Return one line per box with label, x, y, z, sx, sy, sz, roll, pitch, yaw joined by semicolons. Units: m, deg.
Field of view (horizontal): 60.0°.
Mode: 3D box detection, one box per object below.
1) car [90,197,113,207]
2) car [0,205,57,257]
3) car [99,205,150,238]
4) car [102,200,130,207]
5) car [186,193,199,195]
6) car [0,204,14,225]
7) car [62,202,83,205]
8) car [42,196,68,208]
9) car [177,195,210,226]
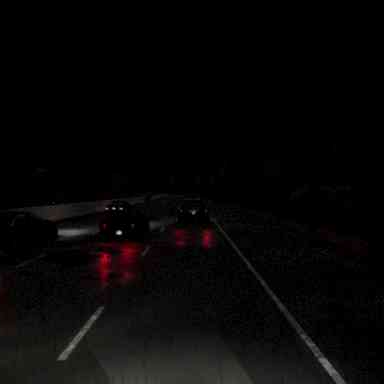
car;-13.984;1.525;51.840;2.033;1.411;5.357;0;0;0
car;-6.898;1.486;12.869;2.128;1.511;4.902;0;0;0
car;-3.398;1.594;17.718;1.895;1.301;4.718;0;0;0
car;-6.898;1.534;31.848;2.033;1.411;5.357;0;0;0
car;0.104;1.204;42.157;2.150;2.045;5.566;0;0;0
car;-14.097;1.555;22.332;1.994;1.385;4.181;0;0;0
car;-17.565;1.198;47.955;2.150;2.045;5.566;0;1;0
car;-21.029;1.479;51.299;1.837;1.490;4.892;0;1;1
car;0.102;1.343;23.272;2.097;1.767;4.553;0;0;0
